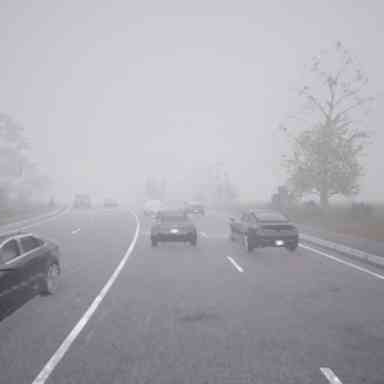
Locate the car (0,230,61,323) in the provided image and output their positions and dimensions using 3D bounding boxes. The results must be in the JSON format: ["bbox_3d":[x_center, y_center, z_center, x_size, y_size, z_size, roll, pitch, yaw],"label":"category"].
[{"bbox_3d":[-3.856,1.494,5.817,2.128,1.511,4.902,0,0,-3],"label":"car"}]

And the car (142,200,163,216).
[{"bbox_3d":[-3.851,1.500,32.812,1.812,1.442,4.674,0,0,-13],"label":"car"}]

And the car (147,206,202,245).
[{"bbox_3d":[-0.927,1.550,15.510,1.994,1.385,4.181,0,0,-6],"label":"car"}]

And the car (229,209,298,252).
[{"bbox_3d":[2.789,1.486,13.810,1.837,1.490,4.892,0,0,-5],"label":"car"}]

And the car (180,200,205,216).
[{"bbox_3d":[-0.063,1.497,31.836,1.812,1.442,4.674,0,0,-12],"label":"car"}]

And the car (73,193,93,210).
[{"bbox_3d":[-14.224,1.194,43.351,2.150,2.045,5.566,0,0,-18],"label":"car"}]

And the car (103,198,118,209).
[{"bbox_3d":[-11.177,1.517,45.355,2.033,1.411,5.357,0,0,-18],"label":"car"}]
